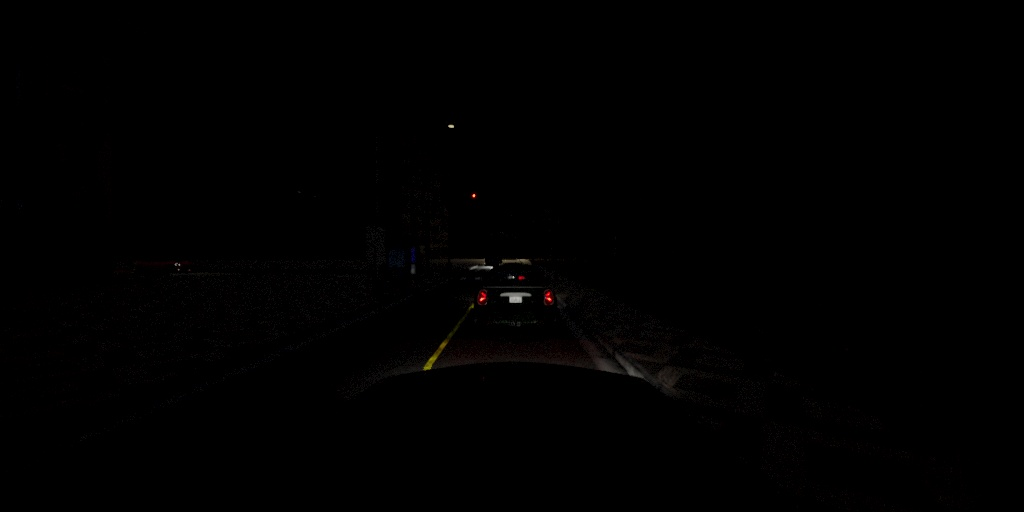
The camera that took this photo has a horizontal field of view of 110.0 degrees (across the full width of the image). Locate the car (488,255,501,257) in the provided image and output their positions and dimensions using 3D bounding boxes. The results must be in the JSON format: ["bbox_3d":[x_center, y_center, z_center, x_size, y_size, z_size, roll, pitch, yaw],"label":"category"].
[{"bbox_3d":[-3.087,0.774,55.936,2.128,1.511,4.902,0,1,0],"label":"car"}]

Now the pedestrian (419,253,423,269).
[{"bbox_3d":[-10.090,0.518,39.278,0.375,1.860,0.375,0,1,1],"label":"pedestrian"}]

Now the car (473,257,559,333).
[{"bbox_3d":[0.088,1.032,10.568,2.097,1.767,4.553,0,0,0],"label":"car"}]

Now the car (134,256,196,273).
[{"bbox_3d":[-32.438,0.763,33.614,4.553,1.767,2.097,0,1,2],"label":"car"}]
